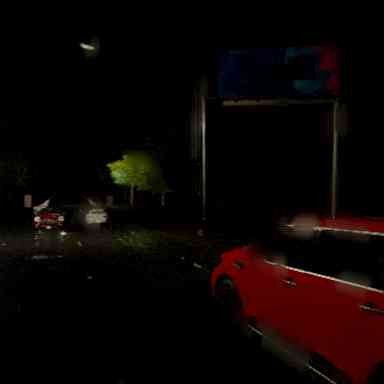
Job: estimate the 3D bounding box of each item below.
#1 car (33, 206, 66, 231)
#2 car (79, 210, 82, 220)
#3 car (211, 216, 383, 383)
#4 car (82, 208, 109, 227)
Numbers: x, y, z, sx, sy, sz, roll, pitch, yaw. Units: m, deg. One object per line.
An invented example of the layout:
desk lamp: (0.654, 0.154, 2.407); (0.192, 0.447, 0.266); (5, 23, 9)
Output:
car: (-10.798, 1.956, 25.388); (2.097, 1.767, 4.553); (0, -2, -21)
car: (-12.500, 2.579, 39.942); (1.994, 1.385, 4.181); (0, -2, -20)
car: (2.189, 1.308, 4.290); (2.150, 2.045, 5.566); (0, -1, -21)
car: (-8.419, 2.231, 29.201); (1.812, 1.442, 4.674); (0, -2, -20)
